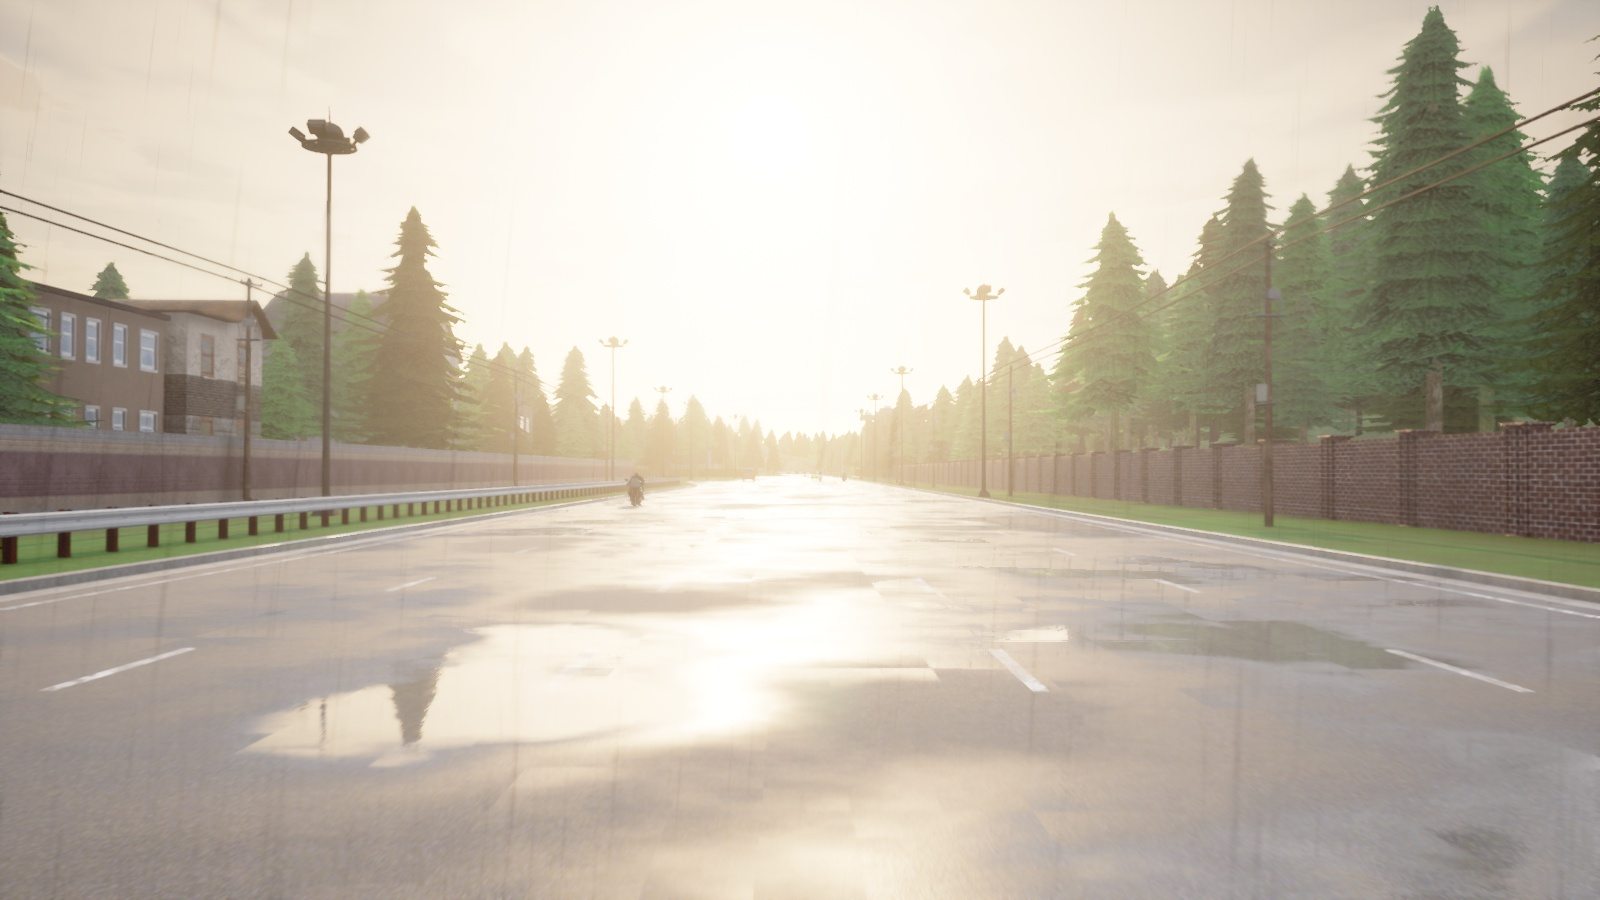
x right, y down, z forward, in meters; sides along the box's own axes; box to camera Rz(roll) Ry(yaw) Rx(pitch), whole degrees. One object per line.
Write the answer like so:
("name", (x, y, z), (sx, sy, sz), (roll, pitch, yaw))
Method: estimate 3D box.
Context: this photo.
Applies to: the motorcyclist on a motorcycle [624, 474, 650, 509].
("motorcyclist on a motorcycle", (-7.132, 1.798, 54.941), (0.866, 1.530, 2.191), (0, -1, 0))
